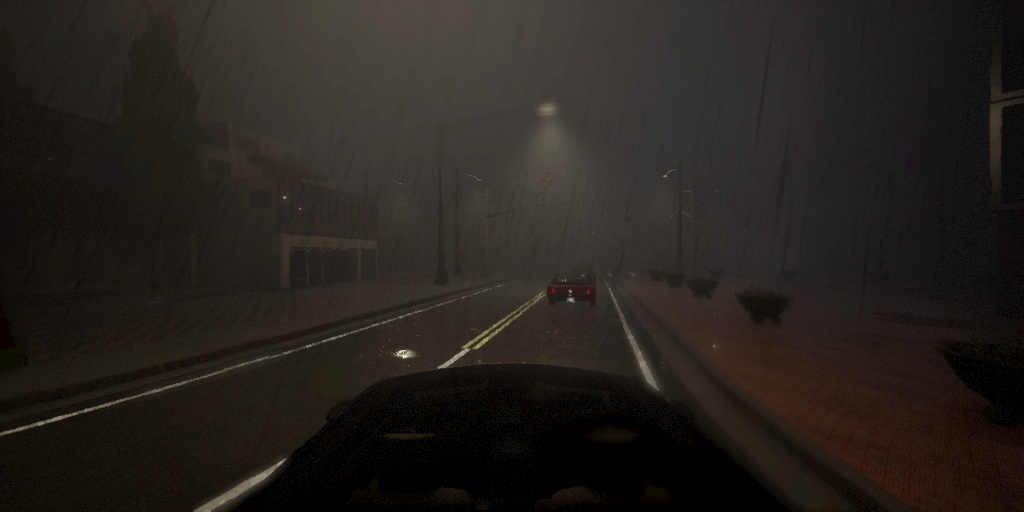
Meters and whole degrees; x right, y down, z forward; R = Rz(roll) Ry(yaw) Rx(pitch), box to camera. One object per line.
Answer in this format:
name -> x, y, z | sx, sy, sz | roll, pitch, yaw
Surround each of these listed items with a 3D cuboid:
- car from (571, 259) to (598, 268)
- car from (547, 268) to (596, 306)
car -> 6.090, 1.265, 30.356 | 1.837, 1.490, 4.892 | 0, 0, 13
car -> 2.731, 1.365, 15.768 | 1.895, 1.301, 4.718 | 0, 0, 13
